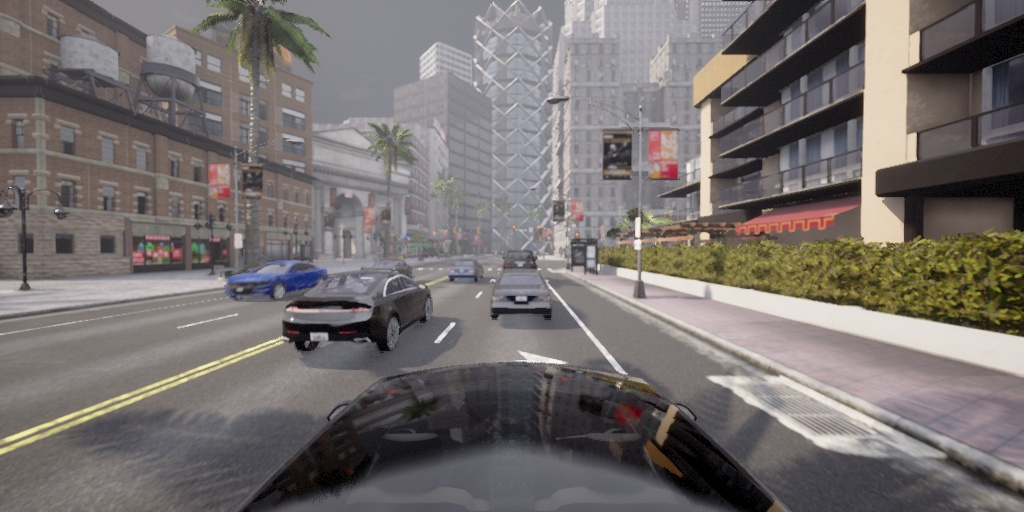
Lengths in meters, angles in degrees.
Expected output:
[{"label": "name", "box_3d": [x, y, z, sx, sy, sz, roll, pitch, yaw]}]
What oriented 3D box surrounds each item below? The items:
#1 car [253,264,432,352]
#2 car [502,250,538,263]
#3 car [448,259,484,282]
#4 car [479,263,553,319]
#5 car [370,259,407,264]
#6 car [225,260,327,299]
[{"label": "car", "box_3d": [-3.248, 1.119, 8.518, 2.128, 1.511, 4.902, 0, 1, 1]}, {"label": "car", "box_3d": [0.519, 0.593, 23.606, 2.150, 2.045, 5.566, 0, 1, 1]}, {"label": "car", "box_3d": [-2.974, 0.906, 24.022, 2.033, 1.411, 5.357, 0, 1, 1]}, {"label": "car", "box_3d": [0.290, 1.121, 11.924, 2.033, 1.411, 5.357, 0, 1, 1]}, {"label": "car", "box_3d": [-6.749, 0.928, 19.240, 2.128, 1.511, 4.902, 0, 1, 1]}, {"label": "car", "box_3d": [-10.320, 0.963, 16.163, 1.882, 1.535, 5.008, 0, 1, 1]}]
